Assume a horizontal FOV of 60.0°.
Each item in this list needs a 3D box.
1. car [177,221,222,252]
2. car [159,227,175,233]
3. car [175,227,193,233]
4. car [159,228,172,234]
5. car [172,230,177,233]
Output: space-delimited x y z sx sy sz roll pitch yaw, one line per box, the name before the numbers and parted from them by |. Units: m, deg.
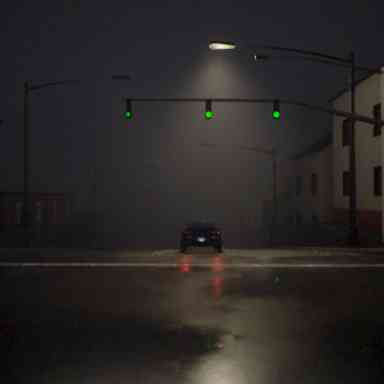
car | 0.437 2.155 16.206 1.812 1.442 4.674 0 -9 1
car | -6.759 10.354 90.083 4.536 1.218 1.853 -1 -1 44
car | -2.072 10.335 90.051 4.536 1.218 1.853 0 -1 -36
car | -6.721 10.511 90.045 4.974 1.542 2.038 -1 -1 44
car | -2.113 10.492 90.018 4.974 1.542 2.038 0 -1 -36
